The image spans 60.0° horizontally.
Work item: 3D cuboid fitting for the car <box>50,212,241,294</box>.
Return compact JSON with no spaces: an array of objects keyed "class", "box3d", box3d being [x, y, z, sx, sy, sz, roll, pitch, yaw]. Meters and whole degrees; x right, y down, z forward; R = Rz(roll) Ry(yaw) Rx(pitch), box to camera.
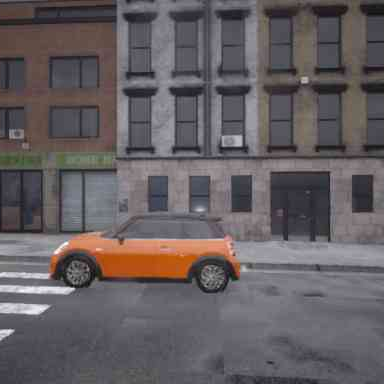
[{"class":"car","box3d":[-1.093,1.334,8.385,4.553,1.767,2.097,1,0,3]}]
